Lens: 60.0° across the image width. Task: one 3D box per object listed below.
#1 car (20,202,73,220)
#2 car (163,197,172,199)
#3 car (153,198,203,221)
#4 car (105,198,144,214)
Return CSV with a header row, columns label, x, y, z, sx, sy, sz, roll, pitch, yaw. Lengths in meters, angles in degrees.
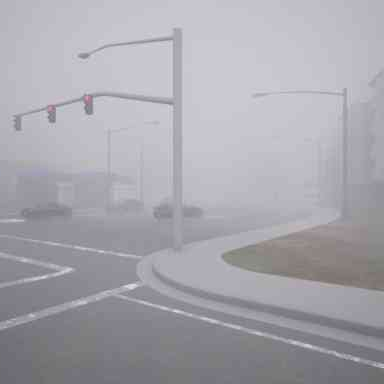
label,x,y,z,sx,sy,sz,roll,pitch,yaw
car,-12.428,1.564,28.604,1.994,1.385,4.181,0,0,36
car,-3.205,1.505,45.340,1.837,1.490,4.892,0,0,15
car,-0.975,1.491,26.121,2.128,1.511,4.902,0,0,35
car,-7.251,1.478,36.087,1.882,1.535,5.008,0,0,30
